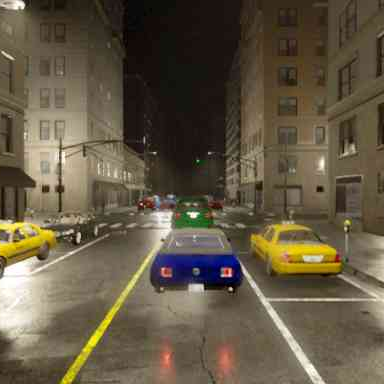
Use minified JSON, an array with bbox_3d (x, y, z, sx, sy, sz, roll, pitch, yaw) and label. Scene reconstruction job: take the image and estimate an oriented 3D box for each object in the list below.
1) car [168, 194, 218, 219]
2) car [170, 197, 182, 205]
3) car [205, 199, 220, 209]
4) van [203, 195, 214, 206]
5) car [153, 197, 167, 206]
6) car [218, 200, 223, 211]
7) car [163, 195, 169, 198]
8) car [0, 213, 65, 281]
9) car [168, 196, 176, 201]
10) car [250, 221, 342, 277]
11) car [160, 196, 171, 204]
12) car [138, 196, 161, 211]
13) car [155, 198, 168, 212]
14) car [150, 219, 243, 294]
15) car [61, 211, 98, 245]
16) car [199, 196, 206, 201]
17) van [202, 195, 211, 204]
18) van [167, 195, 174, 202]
[{"bbox_3d":[-0.122,1.280,19.007,2.150,2.045,5.566,0,0,-4],"label":"car"},{"bbox_3d":[-2.987,1.679,63.112,1.882,1.535,5.008,0,0,1],"label":"car"},{"bbox_3d":[2.907,1.716,47.814,1.947,1.339,4.313,0,0,0],"label":"car"},{"bbox_3d":[2.918,1.528,58.817,1.690,1.788,3.998,0,0,0],"label":"van"},{"bbox_3d":[-5.607,1.627,58.826,1.967,1.590,4.097,0,0,0],"label":"car"},{"bbox_3d":[2.901,1.676,42.313,1.887,1.381,4.507,0,0,0],"label":"car"},{"bbox_3d":[-3.037,1.642,51.945,1.882,1.535,5.008,0,0,0],"label":"car"},{"bbox_3d":[-5.659,1.554,9.853,1.752,1.417,4.829,0,0,0],"label":"car"},{"bbox_3d":[-5.572,1.848,91.834,2.008,1.369,4.403,0,0,0],"label":"car"},{"bbox_3d":[2.867,1.555,10.184,1.752,1.417,4.829,0,0,0],"label":"car"},{"bbox_3d":[-5.595,1.663,69.829,1.967,1.590,4.097,0,0,0],"label":"car"},{"bbox_3d":[-5.625,1.446,42.323,2.192,1.841,5.009,0,0,0],"label":"car"},{"bbox_3d":[-3.056,1.730,41.509,1.895,1.301,4.718,0,0,0],"label":"car"},{"bbox_3d":[0.093,1.626,8.825,1.895,1.301,4.718,0,0,0],"label":"car"},{"bbox_3d":[-5.653,1.596,15.548,2.008,1.369,4.403,0,0,0],"label":"car"},{"bbox_3d":[2.954,1.879,91.824,1.802,1.307,4.206,0,0,0],"label":"car"},{"bbox_3d":[2.930,1.564,69.820,1.690,1.788,3.998,0,0,0],"label":"van"},{"bbox_3d":[-5.578,1.620,86.334,1.690,1.788,3.998,0,0,0],"label":"van"}]
